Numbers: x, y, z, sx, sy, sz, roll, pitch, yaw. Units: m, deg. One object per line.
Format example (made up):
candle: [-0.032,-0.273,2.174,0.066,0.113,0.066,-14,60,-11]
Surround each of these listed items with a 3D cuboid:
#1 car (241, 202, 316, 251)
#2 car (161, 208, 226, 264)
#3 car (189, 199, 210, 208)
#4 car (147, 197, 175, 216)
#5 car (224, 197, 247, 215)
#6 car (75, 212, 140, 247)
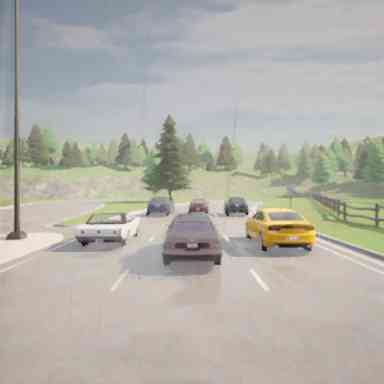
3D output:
car: [3.477,1.416,13.888,1.882,1.535,5.008,0,1,0]
car: [-0.006,1.501,11.612,2.033,1.411,5.357,0,0,0]
car: [0.723,1.393,32.677,1.812,1.442,4.674,0,0,5]
car: [-2.869,1.231,31.363,2.097,1.767,4.553,0,0,4]
car: [4.140,1.219,31.426,2.097,1.767,4.553,0,0,4]
car: [-3.526,1.547,14.825,1.895,1.301,4.718,0,0,0]
